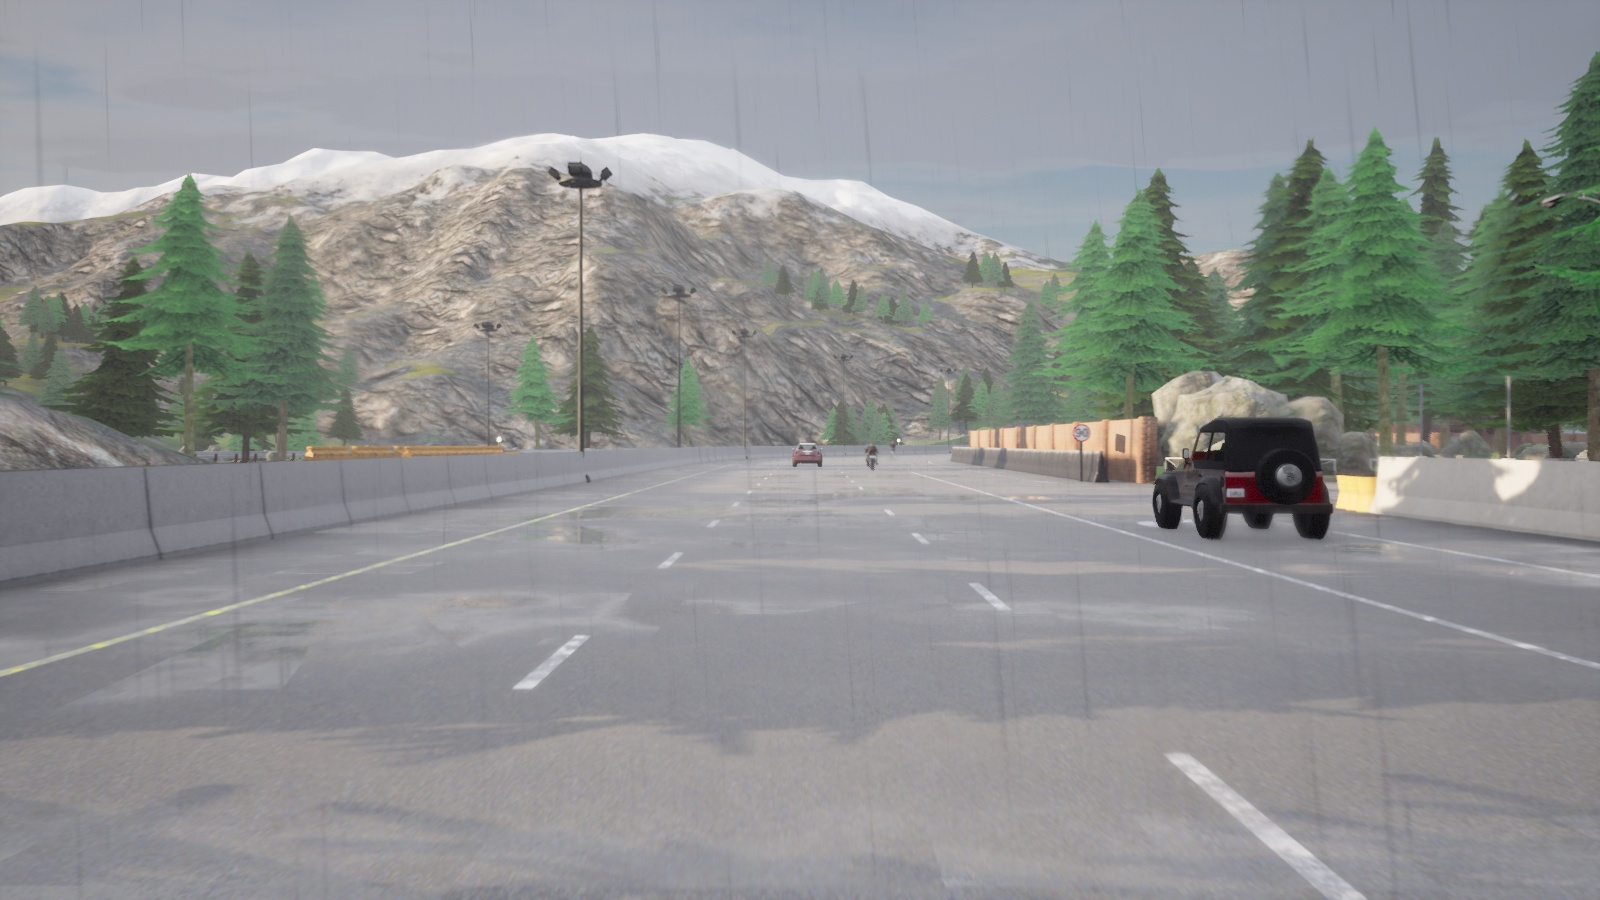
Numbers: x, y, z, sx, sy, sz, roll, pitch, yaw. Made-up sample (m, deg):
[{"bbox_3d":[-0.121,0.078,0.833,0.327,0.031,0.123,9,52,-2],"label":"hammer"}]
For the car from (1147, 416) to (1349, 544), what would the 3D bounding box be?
[{"bbox_3d":[7.132,0.433,20.425,1.905,1.878,3.866,0,0,0],"label":"car"}]

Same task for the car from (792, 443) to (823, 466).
[{"bbox_3d":[0.475,0.258,80.610,1.970,1.475,3.806,0,0,0],"label":"car"}]

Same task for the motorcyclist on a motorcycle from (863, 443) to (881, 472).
[{"bbox_3d":[3.905,0.399,68.481,0.866,1.530,2.191,0,0,0],"label":"motorcyclist on a motorcycle"}]
